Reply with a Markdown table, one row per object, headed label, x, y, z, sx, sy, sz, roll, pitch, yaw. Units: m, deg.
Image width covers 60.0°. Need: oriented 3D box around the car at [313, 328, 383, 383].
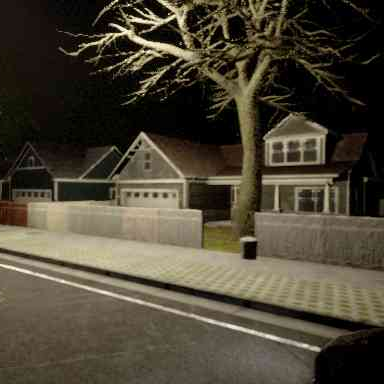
| label | x | y | z | sx | sy | sz | roll | pitch | yaw |
| --- | --- | --- | --- | --- | --- | --- | --- | --- | --- |
| car | 3.087 | 1.526 | 1.789 | 4.674 | 1.442 | 1.812 | 0 | 0 | 36 |
